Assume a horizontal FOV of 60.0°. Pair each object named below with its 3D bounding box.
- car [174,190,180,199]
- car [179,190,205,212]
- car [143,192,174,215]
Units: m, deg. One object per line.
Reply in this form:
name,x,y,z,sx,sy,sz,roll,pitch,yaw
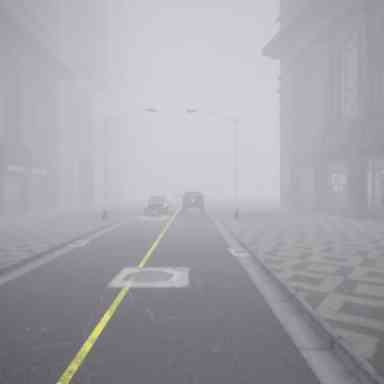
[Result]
car,-2.992,0.580,72.068,2.150,2.045,5.566,0,0,0
car,0.103,0.926,33.676,2.150,2.045,5.566,0,1,0
car,-3.088,1.090,30.003,2.097,1.767,4.553,0,0,0
